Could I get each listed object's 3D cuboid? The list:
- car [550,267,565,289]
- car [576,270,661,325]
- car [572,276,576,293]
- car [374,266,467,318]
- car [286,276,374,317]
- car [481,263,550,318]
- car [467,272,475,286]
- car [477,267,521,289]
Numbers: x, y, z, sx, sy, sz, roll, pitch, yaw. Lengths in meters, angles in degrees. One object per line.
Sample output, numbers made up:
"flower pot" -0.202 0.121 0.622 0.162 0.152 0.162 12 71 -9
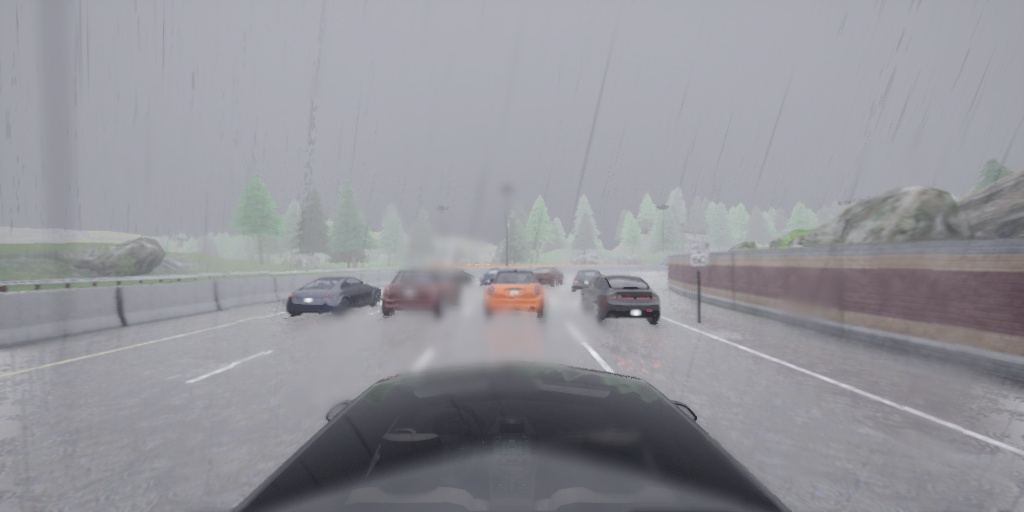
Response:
"car" 2.761 1.585 27.373 1.882 1.535 5.008 0 -1 20
"car" 3.631 1.407 12.641 1.837 1.490 4.892 0 -1 2
"car" 5.053 1.600 23.405 2.033 1.411 5.357 0 -1 16
"car" -3.296 1.273 14.035 2.097 1.767 4.553 0 -1 3
"car" -6.790 1.488 14.144 1.994 1.385 4.181 0 -1 3
"car" 0.202 1.273 14.029 2.097 1.767 4.553 0 -1 3
"car" -4.464 1.680 27.889 1.994 1.385 4.181 0 -1 18
"car" -0.857 1.637 27.648 1.812 1.442 4.674 0 -1 19
